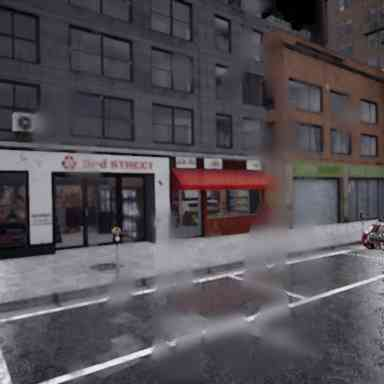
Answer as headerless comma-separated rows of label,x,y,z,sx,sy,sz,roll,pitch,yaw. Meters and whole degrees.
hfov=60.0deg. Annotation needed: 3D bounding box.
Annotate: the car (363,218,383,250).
car,8.280,1.375,12.641,4.097,1.590,1.967,0,-1,-36
